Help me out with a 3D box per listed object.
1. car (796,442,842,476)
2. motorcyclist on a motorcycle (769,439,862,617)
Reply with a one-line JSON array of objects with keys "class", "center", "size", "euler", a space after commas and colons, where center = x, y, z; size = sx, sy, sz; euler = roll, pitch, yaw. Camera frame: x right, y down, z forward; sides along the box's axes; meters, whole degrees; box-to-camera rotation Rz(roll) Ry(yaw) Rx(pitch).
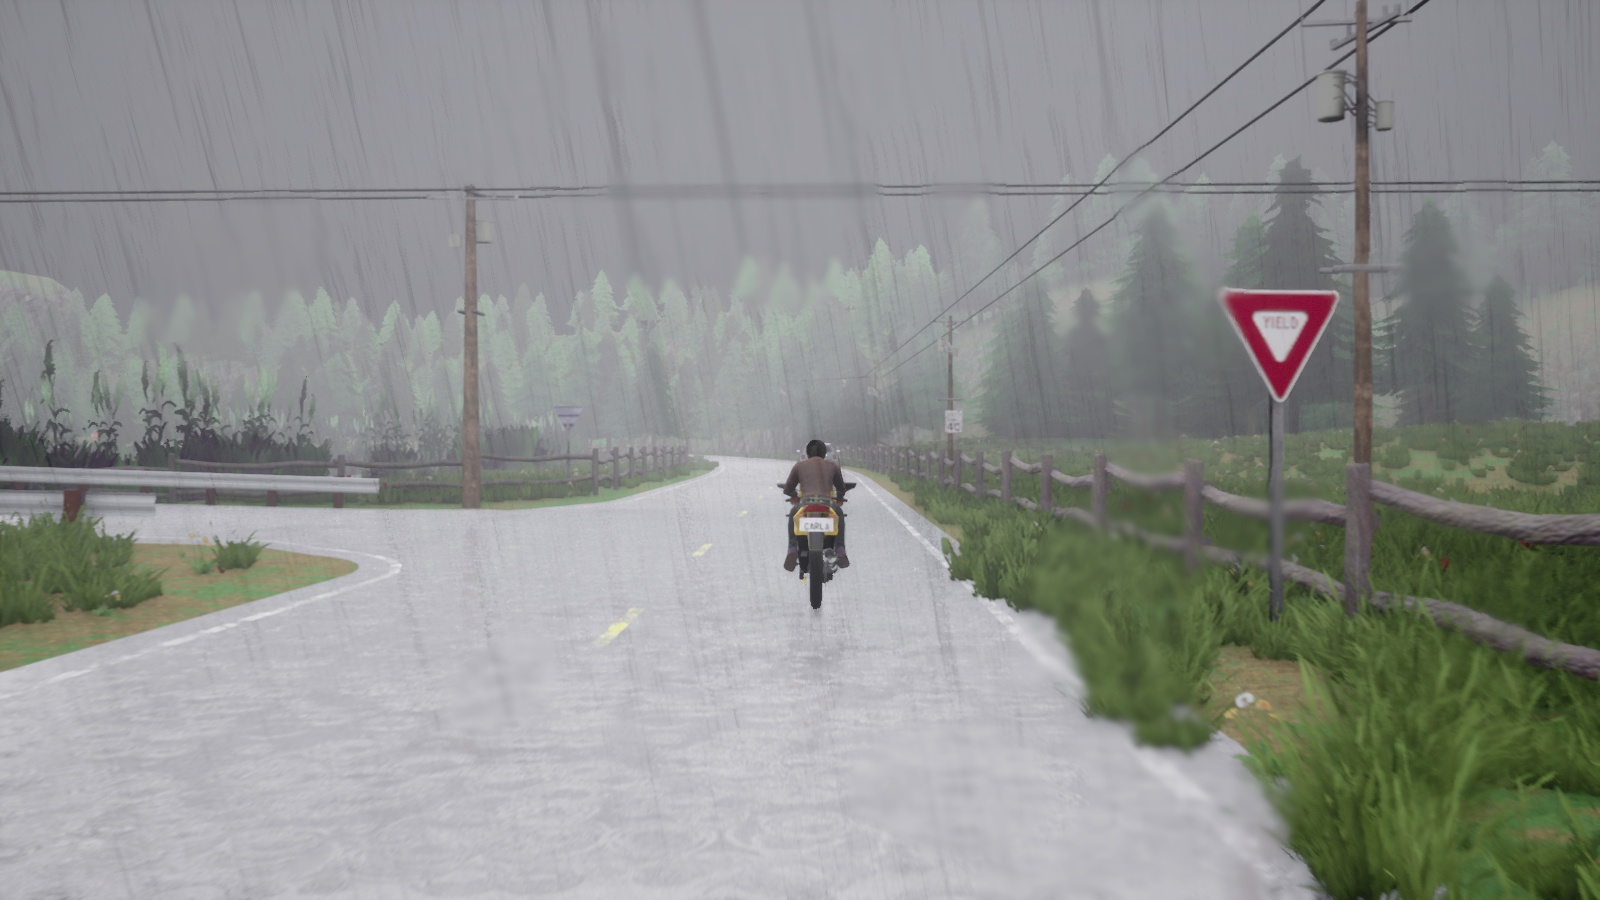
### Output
[{"class": "car", "center": [0.818, 0.390, 56.073], "size": [1.970, 1.475, 3.806], "euler": [0, 0, 0]}, {"class": "motorcyclist on a motorcycle", "center": [0.153, 0.661, 11.797], "size": [0.797, 1.523, 2.044], "euler": [0, 0, 1]}]
